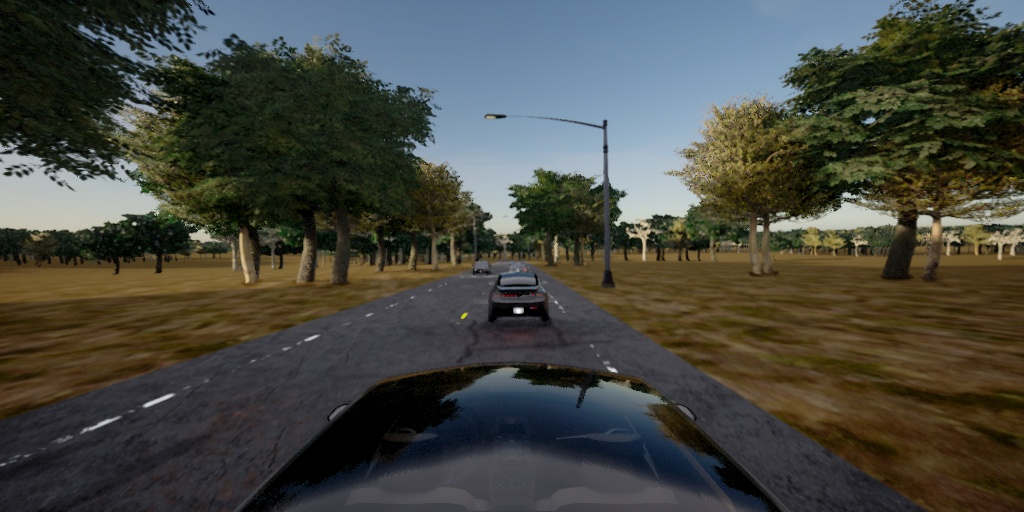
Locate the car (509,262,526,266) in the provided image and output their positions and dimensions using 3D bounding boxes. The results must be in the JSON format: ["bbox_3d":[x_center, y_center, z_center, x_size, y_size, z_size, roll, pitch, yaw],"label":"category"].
[{"bbox_3d":[0.506,1.247,31.484,2.033,1.411,5.357,-1,-1,1],"label":"car"}]

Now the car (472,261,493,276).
[{"bbox_3d":[-3.109,1.274,38.134,1.837,1.490,4.892,-1,0,1],"label":"car"}]

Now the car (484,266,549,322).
[{"bbox_3d":[0.211,1.288,12.556,1.837,1.490,4.892,-1,0,1],"label":"car"}]
